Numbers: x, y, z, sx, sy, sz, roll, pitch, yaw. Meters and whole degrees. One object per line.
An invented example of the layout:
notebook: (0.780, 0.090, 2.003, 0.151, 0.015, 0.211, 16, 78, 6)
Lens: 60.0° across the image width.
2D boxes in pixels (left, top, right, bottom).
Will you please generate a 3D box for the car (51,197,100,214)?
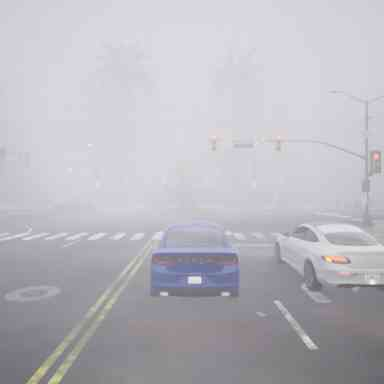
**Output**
car: (-11.931, 1.344, 34.136, 4.553, 1.767, 2.097, 0, 0, 0)

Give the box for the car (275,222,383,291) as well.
car: (3.566, 1.524, 8.878, 1.812, 1.442, 4.674, 0, 0, 0)

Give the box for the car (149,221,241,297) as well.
car: (0.065, 1.476, 8.628, 1.882, 1.535, 5.008, 0, 0, 0)
